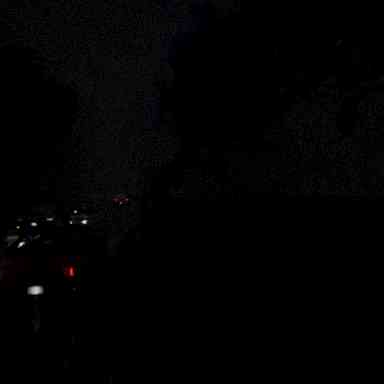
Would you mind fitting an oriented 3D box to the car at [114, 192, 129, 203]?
[{"bbox_3d":[-10.435,0.803,48.802,2.033,1.411,5.357,-1,1,-14],"label":"car"}]

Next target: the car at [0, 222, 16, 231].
[{"bbox_3d":[-6.347,1.273,8.105,2.097,1.767,4.553,-1,1,-9],"label":"car"}]

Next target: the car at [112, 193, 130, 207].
[{"bbox_3d":[-8.225,0.949,38.707,1.812,1.442,4.674,-1,1,-10],"label":"car"}]

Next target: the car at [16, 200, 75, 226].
[{"bbox_3d":[-7.896,1.343,17.926,1.994,1.385,4.181,-1,1,-9],"label":"car"}]

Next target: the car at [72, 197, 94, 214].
[{"bbox_3d":[-9.692,1.160,29.038,2.033,1.411,5.357,-1,1,-9],"label":"car"}]

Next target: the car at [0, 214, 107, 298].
[{"bbox_3d":[-3.219,1.481,8.287,1.895,1.301,4.718,-1,1,-9],"label":"car"}]
